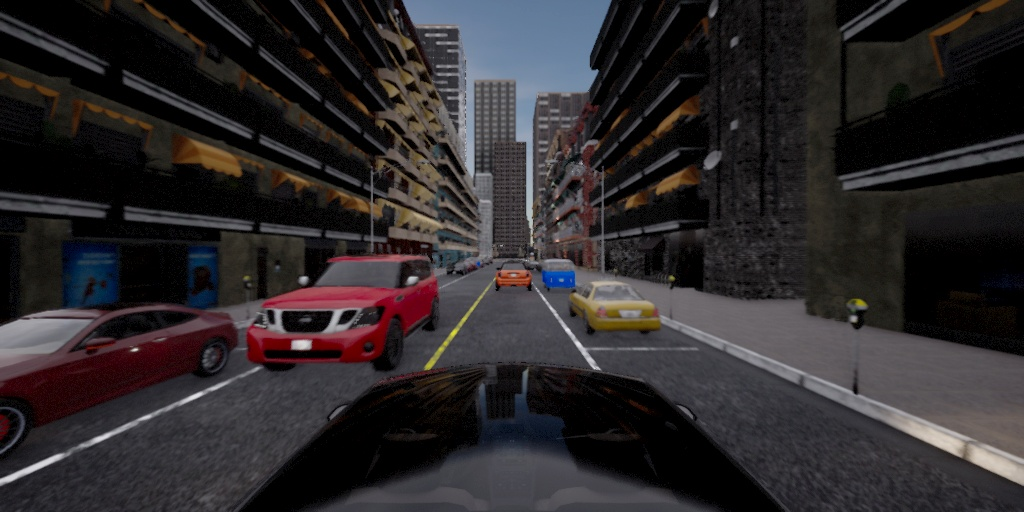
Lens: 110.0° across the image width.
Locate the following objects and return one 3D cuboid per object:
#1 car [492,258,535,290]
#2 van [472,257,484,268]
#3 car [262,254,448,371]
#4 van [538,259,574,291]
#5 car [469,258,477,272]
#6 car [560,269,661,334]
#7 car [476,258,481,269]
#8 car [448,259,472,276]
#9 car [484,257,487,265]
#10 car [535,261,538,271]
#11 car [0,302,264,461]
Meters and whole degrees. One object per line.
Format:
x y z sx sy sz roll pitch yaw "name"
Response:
0.091 1.104 22.380 2.097 1.767 4.553 0 0 0 "car"
-5.715 1.101 54.468 1.690 1.789 3.998 0 0 0 "van"
-3.103 0.973 8.055 2.150 2.045 5.566 0 0 0 "car"
2.680 1.092 21.319 1.690 1.789 3.998 0 0 0 "van"
-5.710 1.302 43.421 1.888 1.381 4.507 0 0 0 "car"
2.685 1.276 10.441 1.751 1.417 4.829 0 0 0 "car"
-5.713 1.304 48.945 1.888 1.381 4.507 0 0 0 "car"
-5.708 1.321 37.897 1.948 1.339 4.313 0 0 0 "car"
-5.717 1.203 59.992 1.967 1.591 4.097 0 0 0 "car"
2.671 1.307 43.411 2.007 1.370 4.403 0 0 0 "car"
-5.694 1.332 4.757 1.802 1.307 4.207 0 0 0 "car"
